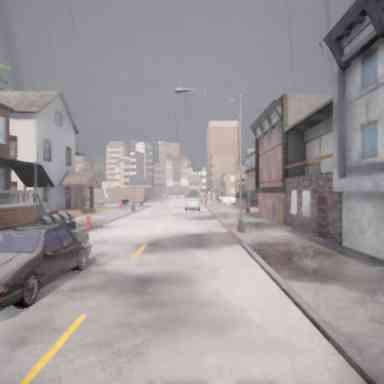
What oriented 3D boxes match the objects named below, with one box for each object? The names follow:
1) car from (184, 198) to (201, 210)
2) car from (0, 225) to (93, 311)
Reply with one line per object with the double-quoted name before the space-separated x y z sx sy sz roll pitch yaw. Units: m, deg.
"car" 0.080 1.533 42.436 1.812 1.442 4.674 0 0 0
"car" -4.036 1.549 8.201 2.033 1.411 5.357 0 0 1
